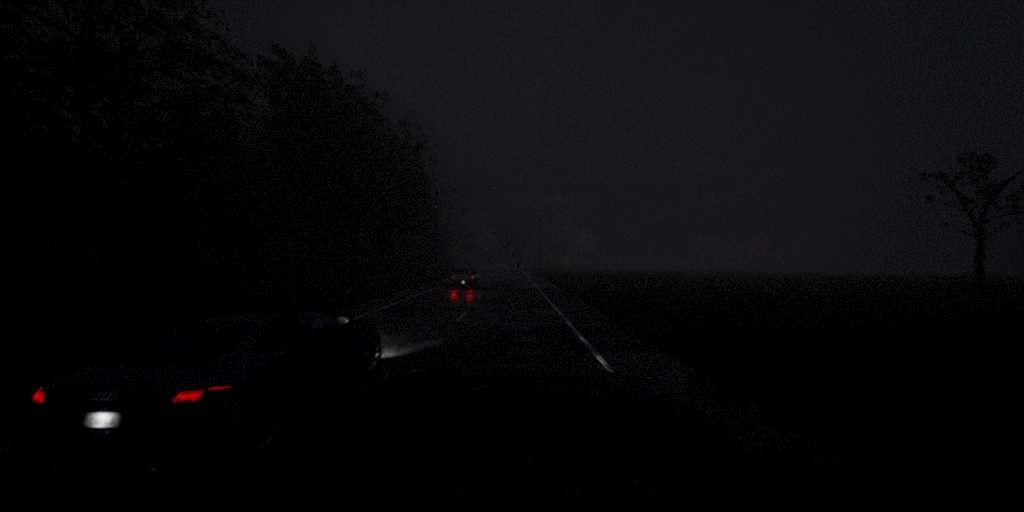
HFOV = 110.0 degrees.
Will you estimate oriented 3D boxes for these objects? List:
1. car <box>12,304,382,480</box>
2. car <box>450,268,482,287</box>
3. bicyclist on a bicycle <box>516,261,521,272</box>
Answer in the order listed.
[{"bbox_3d":[-3.400,1.343,4.987,1.994,1.385,4.181,0,-1,0],"label":"car"},{"bbox_3d":[-3.385,1.577,27.183,1.895,1.301,4.718,0,-1,0],"label":"car"},{"bbox_3d":[0.996,1.562,51.577,0.659,1.776,1.843,0,0,0],"label":"bicyclist on a bicycle"}]
